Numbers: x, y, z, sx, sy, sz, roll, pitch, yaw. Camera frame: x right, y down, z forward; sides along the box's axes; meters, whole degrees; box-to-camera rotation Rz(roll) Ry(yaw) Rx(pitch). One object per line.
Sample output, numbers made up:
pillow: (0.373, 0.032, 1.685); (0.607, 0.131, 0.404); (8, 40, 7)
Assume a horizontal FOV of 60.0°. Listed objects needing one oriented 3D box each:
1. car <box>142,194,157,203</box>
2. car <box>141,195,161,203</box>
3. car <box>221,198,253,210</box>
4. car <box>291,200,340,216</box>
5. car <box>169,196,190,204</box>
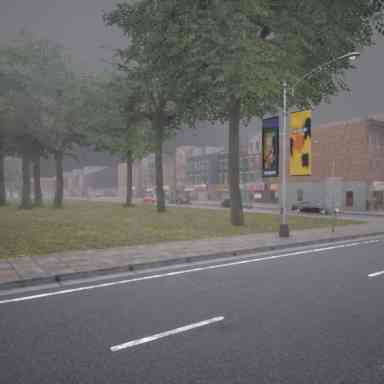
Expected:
car: (-6.800, 1.203, 60.171); (2.097, 1.767, 4.553); (1, 0, -35)
car: (-8.301, 1.332, 67.009); (1.882, 1.535, 5.008); (1, 0, -36)
car: (5.671, 1.502, 42.564); (1.812, 1.442, 4.674); (1, 1, -36)
car: (12.284, 1.568, 33.307); (2.128, 1.511, 4.902); (1, 0, -36)
car: (-2.296, 1.381, 58.695); (2.128, 1.511, 4.902); (1, 0, -35)
